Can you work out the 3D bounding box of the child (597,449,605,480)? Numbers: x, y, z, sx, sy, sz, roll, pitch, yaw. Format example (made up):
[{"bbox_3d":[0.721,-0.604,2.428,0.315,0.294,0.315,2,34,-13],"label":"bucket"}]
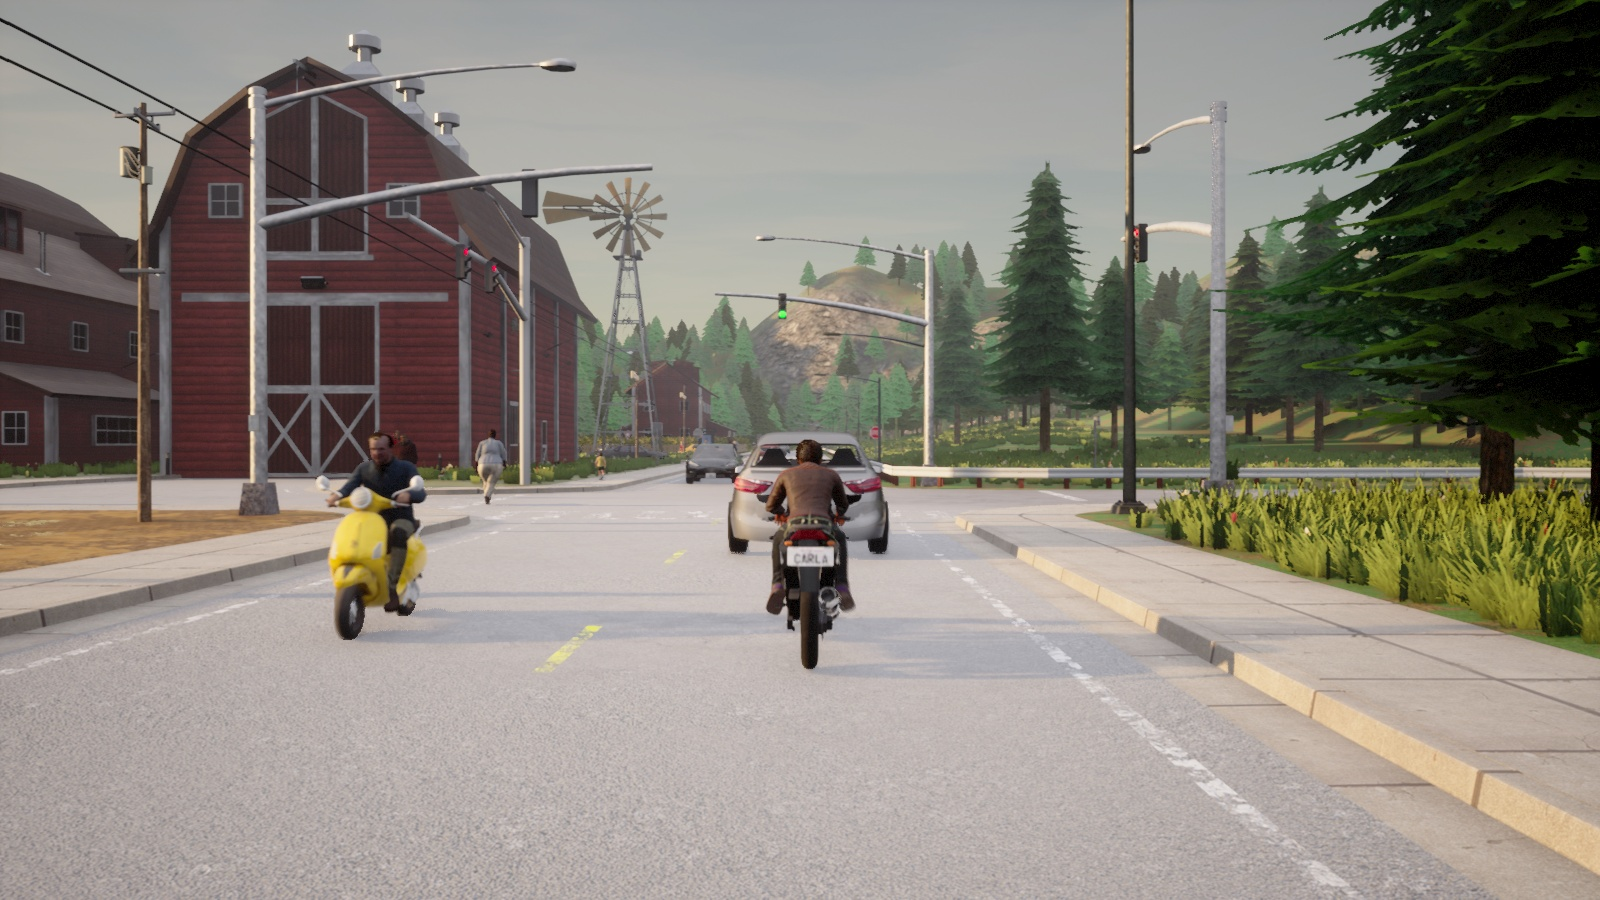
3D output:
[{"bbox_3d":[-7.310,0.533,46.087,0.255,1.110,0.394,0,0,-4],"label":"child"}]

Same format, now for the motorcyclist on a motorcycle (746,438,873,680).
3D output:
[{"bbox_3d":[0.065,0.682,8.963,0.797,1.523,2.044,0,1,0],"label":"motorcyclist on a motorcycle"}]

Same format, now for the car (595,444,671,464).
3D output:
[{"bbox_3d":[-12.295,0.296,92.660,5.357,1.411,2.033,0,0,-1],"label":"car"}]

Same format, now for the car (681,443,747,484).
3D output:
[{"bbox_3d":[-3.217,0.491,47.861,2.163,1.488,4.792,0,0,0],"label":"car"}]

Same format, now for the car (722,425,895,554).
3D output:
[{"bbox_3d":[0.120,0.494,18.595,2.242,1.667,4.611,0,0,0],"label":"car"}]

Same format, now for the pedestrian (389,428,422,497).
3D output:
[{"bbox_3d":[-10.636,0.335,33.856,0.634,1.844,0.899,0,0,-3],"label":"pedestrian"}]

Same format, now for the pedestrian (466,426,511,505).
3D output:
[{"bbox_3d":[-7.414,0.358,29.939,0.874,1.855,0.900,0,0,-2],"label":"pedestrian"}]

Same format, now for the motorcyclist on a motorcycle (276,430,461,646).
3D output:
[{"bbox_3d":[-3.427,0.644,10.174,0.866,1.590,1.817,0,0,0],"label":"motorcyclist on a motorcycle"}]
